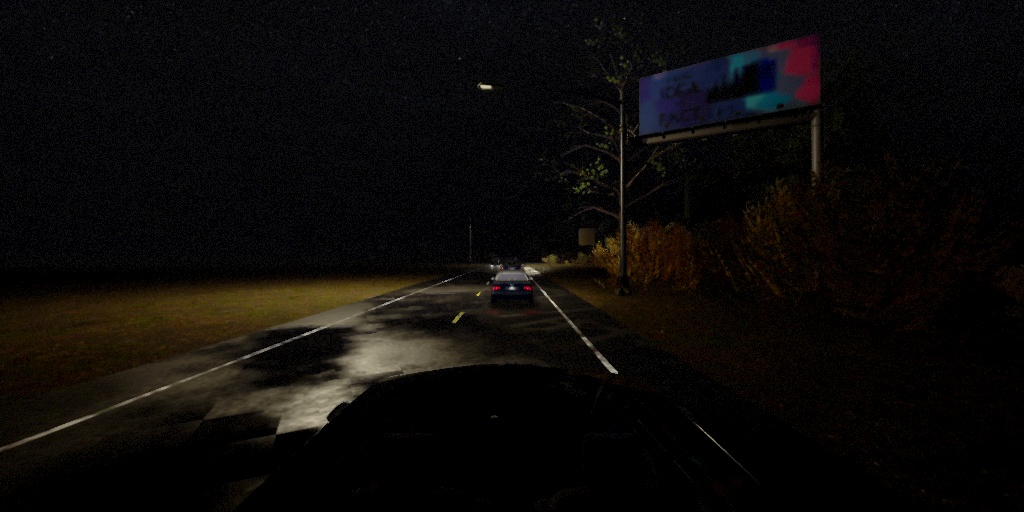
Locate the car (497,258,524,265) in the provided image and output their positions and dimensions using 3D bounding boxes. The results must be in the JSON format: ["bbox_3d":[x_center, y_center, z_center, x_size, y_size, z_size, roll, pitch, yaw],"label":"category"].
[{"bbox_3d":[0.000,1.116,31.470,2.097,1.767,4.553,0,0,0],"label":"car"}]

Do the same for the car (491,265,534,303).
[{"bbox_3d":[0.000,1.313,16.500,2.033,1.411,5.357,0,0,0],"label":"car"}]
